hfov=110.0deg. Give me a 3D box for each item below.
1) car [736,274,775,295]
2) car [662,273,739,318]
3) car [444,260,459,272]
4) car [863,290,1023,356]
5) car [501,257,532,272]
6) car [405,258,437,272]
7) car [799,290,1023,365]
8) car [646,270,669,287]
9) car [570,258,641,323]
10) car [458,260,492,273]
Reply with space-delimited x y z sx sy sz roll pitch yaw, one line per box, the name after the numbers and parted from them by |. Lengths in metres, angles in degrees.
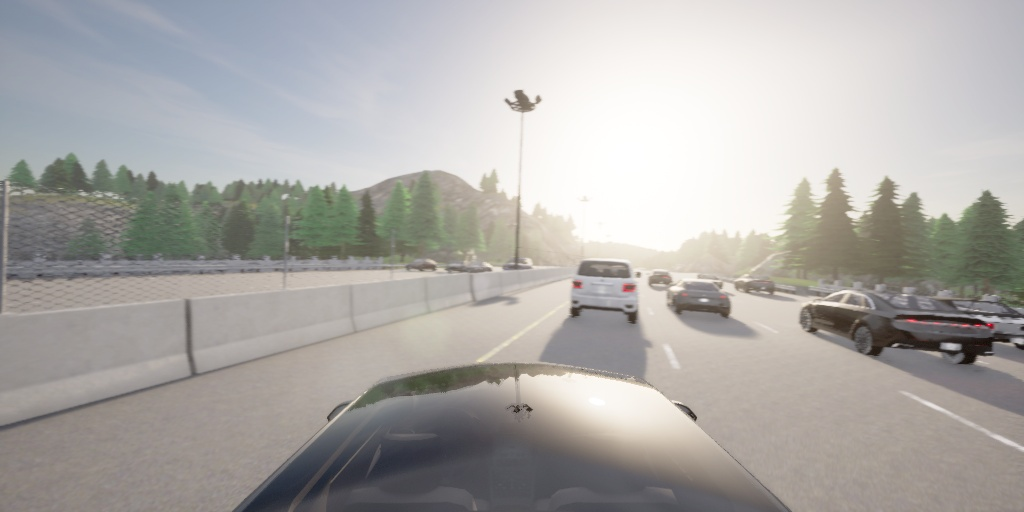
19.584 2.247 29.132 2.128 1.511 4.902 3 0 18 | car
7.823 1.673 15.351 1.994 1.385 4.181 3 0 18 | car
-5.879 1.220 41.746 2.033 1.411 5.357 3 0 18 | car
13.923 1.968 11.474 1.895 1.301 4.718 3 0 18 | car
0.667 1.181 39.219 2.150 2.045 5.566 3 -1 18 | car
-10.077 0.990 40.194 1.812 1.442 4.674 3 -1 18 | car
9.647 1.660 9.575 2.128 1.511 4.902 3 0 18 | car
13.219 1.988 32.190 1.837 1.490 4.892 3 -1 18 | car
3.569 1.128 13.451 2.150 2.045 5.566 3 0 18 | car
-3.531 1.275 37.713 1.812 1.442 4.674 3 -1 18 | car
